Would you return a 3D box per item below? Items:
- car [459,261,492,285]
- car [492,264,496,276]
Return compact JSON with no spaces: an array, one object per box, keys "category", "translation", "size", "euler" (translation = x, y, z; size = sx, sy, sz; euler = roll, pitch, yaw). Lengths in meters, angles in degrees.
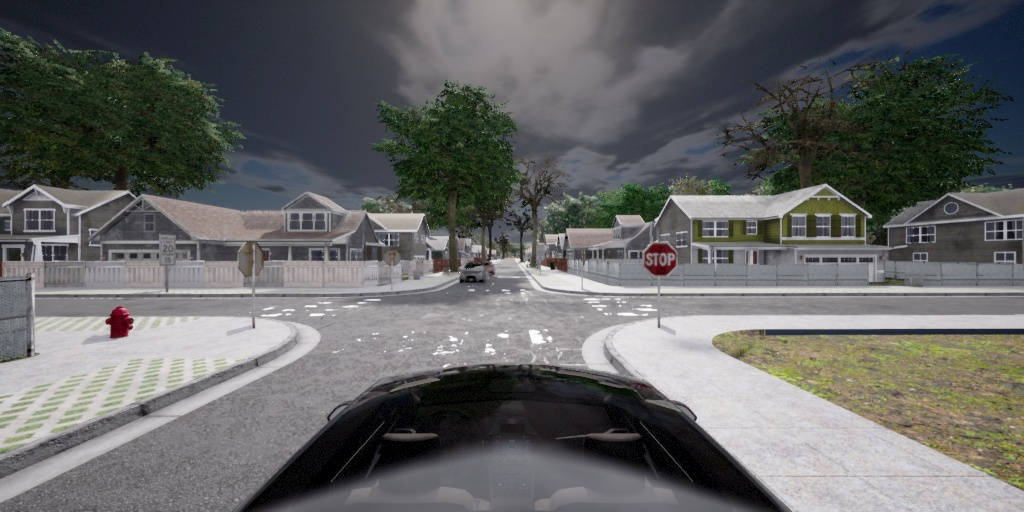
[{"category":"car","translation":[-2.744,1.308,26.509],"size":[1.837,1.490,4.892],"euler":[0,0,0]},{"category":"car","translation":[-2.741,1.287,37.202],"size":[1.812,1.442,4.674],"euler":[0,0,0]}]
